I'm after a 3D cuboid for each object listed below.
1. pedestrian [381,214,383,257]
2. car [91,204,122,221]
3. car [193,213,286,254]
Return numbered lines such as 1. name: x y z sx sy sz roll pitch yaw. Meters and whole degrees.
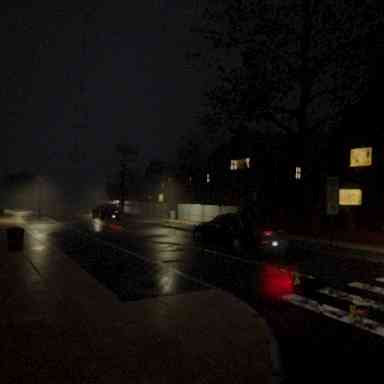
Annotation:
1. pedestrian: 6.903 1.339 11.607 0.375 1.860 0.375 1 0 -31
2. car: -8.079 1.898 31.174 1.837 1.490 4.892 2 -1 -31
3. car: 1.847 1.685 14.419 1.837 1.490 4.892 2 -1 -31
